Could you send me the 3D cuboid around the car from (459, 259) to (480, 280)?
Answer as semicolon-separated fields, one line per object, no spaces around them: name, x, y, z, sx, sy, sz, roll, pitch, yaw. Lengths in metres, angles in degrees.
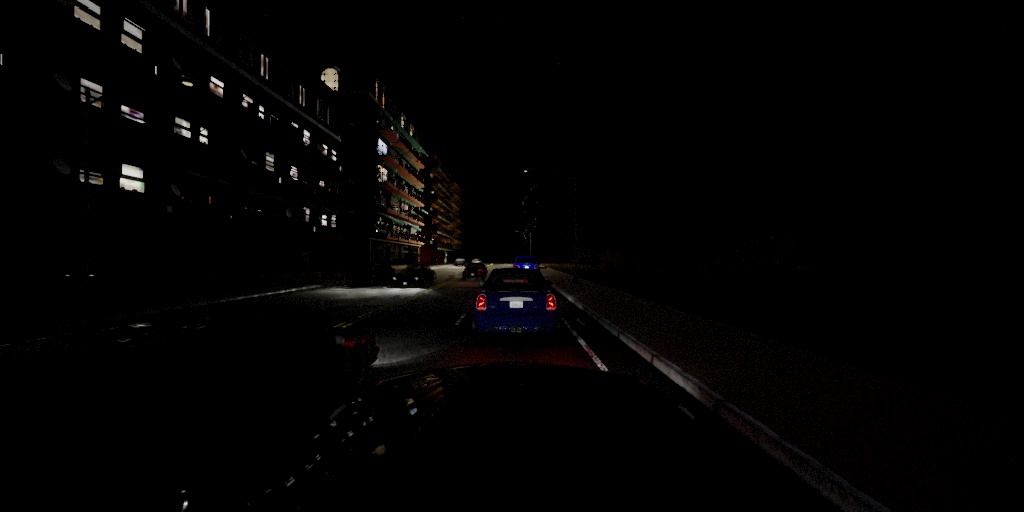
car;-3.147;1.279;31.056;1.812;1.442;4.674;0;0;0

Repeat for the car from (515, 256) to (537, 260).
car;1.139;0.979;30.091;2.150;2.045;5.566;0;0;0

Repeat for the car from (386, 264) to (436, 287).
car;-6.600;1.301;24.764;2.033;1.411;5.357;0;0;0

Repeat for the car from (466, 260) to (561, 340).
car;0.099;1.103;10.137;2.097;1.767;4.553;0;0;0

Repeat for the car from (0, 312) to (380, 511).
car;-3.152;1.298;3.594;2.033;1.411;5.357;0;0;0

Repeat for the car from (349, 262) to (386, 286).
car;-9.849;1.231;25.629;1.882;1.535;5.008;0;0;0
